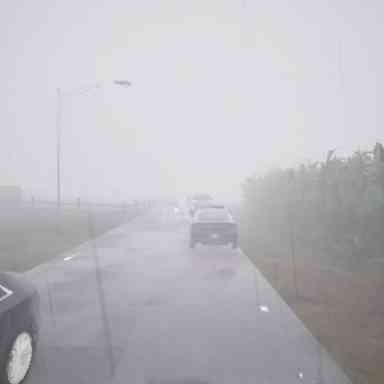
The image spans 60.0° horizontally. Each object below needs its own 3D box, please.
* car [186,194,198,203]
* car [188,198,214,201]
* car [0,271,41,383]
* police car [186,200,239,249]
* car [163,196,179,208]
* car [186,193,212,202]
[{"bbox_3d":[-0.001,1.261,66.221,2.128,1.511,4.902,0,0,0],"label":"car"},{"bbox_3d":[0.824,1.419,24.420,1.837,1.490,4.892,0,0,0],"label":"car"},{"bbox_3d":[-2.850,1.497,2.398,1.837,1.490,4.892,0,0,0],"label":"car"},{"bbox_3d":[0.825,1.378,14.530,1.930,1.638,5.238,0,0,0],"label":"police car"},{"bbox_3d":[-2.833,1.343,44.870,1.812,1.442,4.674,0,0,0],"label":"car"},{"bbox_3d":[0.822,1.109,30.449,2.150,2.045,5.566,0,0,0],"label":"car"}]
